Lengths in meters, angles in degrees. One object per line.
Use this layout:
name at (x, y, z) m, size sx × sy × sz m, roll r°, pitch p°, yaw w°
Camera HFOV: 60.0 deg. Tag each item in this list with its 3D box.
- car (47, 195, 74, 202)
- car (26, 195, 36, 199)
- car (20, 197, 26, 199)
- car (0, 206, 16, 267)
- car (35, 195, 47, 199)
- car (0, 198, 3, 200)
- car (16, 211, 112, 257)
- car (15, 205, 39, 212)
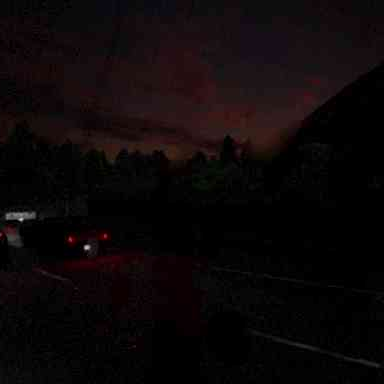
car at (-27.340, 1.336, 70.335) m, size 2.128 × 1.511 × 4.902 m, roll 0°, pitch 1°, yaw 31°
car at (-33.402, 1.309, 73.842) m, size 1.882 × 1.535 × 5.008 m, roll 0°, pitch 1°, yaw 31°
car at (-36.255, 1.377, 75.892) m, size 2.033 × 1.411 × 5.357 m, roll 0°, pitch 1°, yaw 31°
car at (-7.554, 1.381, 10.632) m, size 2.097 × 1.767 × 4.553 m, roll 0°, pitch 0°, yaw -44°
car at (-30.557, 1.422, 71.798) m, size 1.895 × 1.301 × 4.718 m, roll 0°, pitch 1°, yaw 31°
car at (-33.909, 1.521, 55.847) m, size 1.812 × 1.442 × 4.674 m, roll 0°, pitch 1°, yaw 17°
car at (-5.179, 1.628, 13.135) m, size 1.895 × 1.301 × 4.718 m, roll 0°, pitch 0°, yaw -44°
car at (-12.949, 1.657, 25.748) m, size 1.895 × 1.301 × 4.718 m, roll 0°, pitch 0°, yaw -21°
